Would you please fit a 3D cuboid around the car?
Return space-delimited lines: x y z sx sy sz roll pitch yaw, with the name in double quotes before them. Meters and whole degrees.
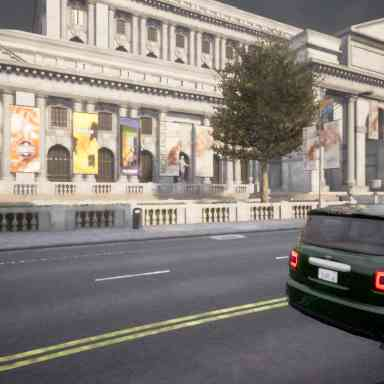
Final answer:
"car" 4.175 1.221 5.829 5.566 2.045 2.150 0 0 -29
